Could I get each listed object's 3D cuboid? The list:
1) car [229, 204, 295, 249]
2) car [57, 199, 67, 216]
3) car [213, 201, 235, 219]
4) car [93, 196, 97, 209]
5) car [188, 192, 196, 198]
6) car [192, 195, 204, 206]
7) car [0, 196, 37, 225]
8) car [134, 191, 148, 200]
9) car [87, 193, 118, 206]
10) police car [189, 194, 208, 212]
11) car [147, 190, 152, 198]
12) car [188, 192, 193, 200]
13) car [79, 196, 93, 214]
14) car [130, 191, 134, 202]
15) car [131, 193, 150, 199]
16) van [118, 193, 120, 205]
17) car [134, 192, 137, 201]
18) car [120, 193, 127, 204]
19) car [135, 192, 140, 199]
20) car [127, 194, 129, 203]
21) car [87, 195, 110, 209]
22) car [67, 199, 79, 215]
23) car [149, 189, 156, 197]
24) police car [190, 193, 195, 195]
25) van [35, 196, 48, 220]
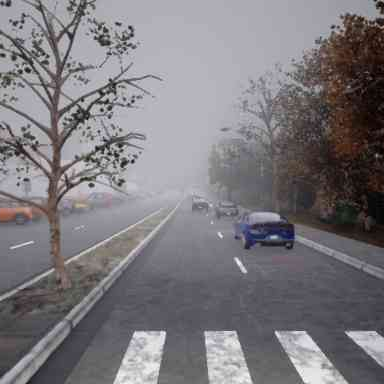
[{"bbox_3d":[3.000,1.518,14.653,1.882,1.535,5.008,0,0,0],"label":"car"},{"bbox_3d":[-13.869,1.601,29.622,4.674,1.452,2.002,-1,0,-20],"label":"car"},{"bbox_3d":[3.000,1.562,29.650,2.128,1.511,4.902,0,0,0],"label":"car"},{"bbox_3d":[-13.841,1.561,38.590,4.792,1.488,2.163,-1,0,-20],"label":"car"},{"bbox_3d":[0.000,0.846,91.061,1.882,1.535,5.008,0,1,0],"label":"car"},{"bbox_3d":[0.900,1.363,55.484,1.882,1.535,5.008,0,1,0],"label":"car"},{"bbox_3d":[-13.850,1.431,23.662,4.553,1.767,2.185,-1,0,-20],"label":"car"},{"bbox_3d":[-13.817,1.140,80.453,4.792,1.488,2.163,-1,0,-20],"label":"car"},{"bbox_3d":[-13.892,1.211,47.516,5.566,2.045,2.435,-1,1,-20],"label":"car"},{"bbox_3d":[0.900,1.457,39.595,1.930,1.638,5.238,0,0,0],"label":"police car"},{"bbox_3d":[-14.011,1.044,86.376,5.366,1.575,1.946,-1,1,-20],"label":"car"},{"bbox_3d":[0.000,1.016,76.062,1.882,1.535,5.008,0,1,0],"label":"car"},{"bbox_3d":[-13.698,1.541,35.663,5.366,1.575,1.946,-1,0,-20],"label":"car"},{"bbox_3d":[-13.826,1.178,62.456,4.553,1.767,2.185,-1,1,-20],"label":"car"},{"bbox_3d":[-13.841,1.046,89.450,4.674,1.452,2.002,-1,0,-20],"label":"car"},{"bbox_3d":[-13.756,1.203,50.559,4.442,1.987,1.878,-1,0,-20],"label":"van"},{"bbox_3d":[-13.847,1.312,65.430,4.674,1.452,2.002,-1,1,-20],"label":"car"},{"bbox_3d":[-13.838,1.148,53.512,5.566,2.045,2.435,-1,0,-20],"label":"car"},{"bbox_3d":[-13.824,1.269,68.448,4.792,1.488,2.163,-1,0,-20],"label":"car"},{"bbox_3d":[-13.851,1.368,56.483,4.892,1.521,2.231,-1,1,-20],"label":"car"},{"bbox_3d":[-13.861,1.528,44.548,4.674,1.452,2.002,-1,1,-20],"label":"car"},{"bbox_3d":[-13.898,1.588,32.594,4.792,1.488,2.163,-1,0,-20],"label":"car"},{"bbox_3d":[-13.813,0.716,92.465,5.566,2.045,2.435,-1,0,-20],"label":"car"},{"bbox_3d":[0.900,1.372,49.592,1.930,1.638,5.238,0,1,0],"label":"police car"},{"bbox_3d":[-13.771,1.336,26.689,4.442,1.987,1.878,-1,0,-20],"label":"van"}]
